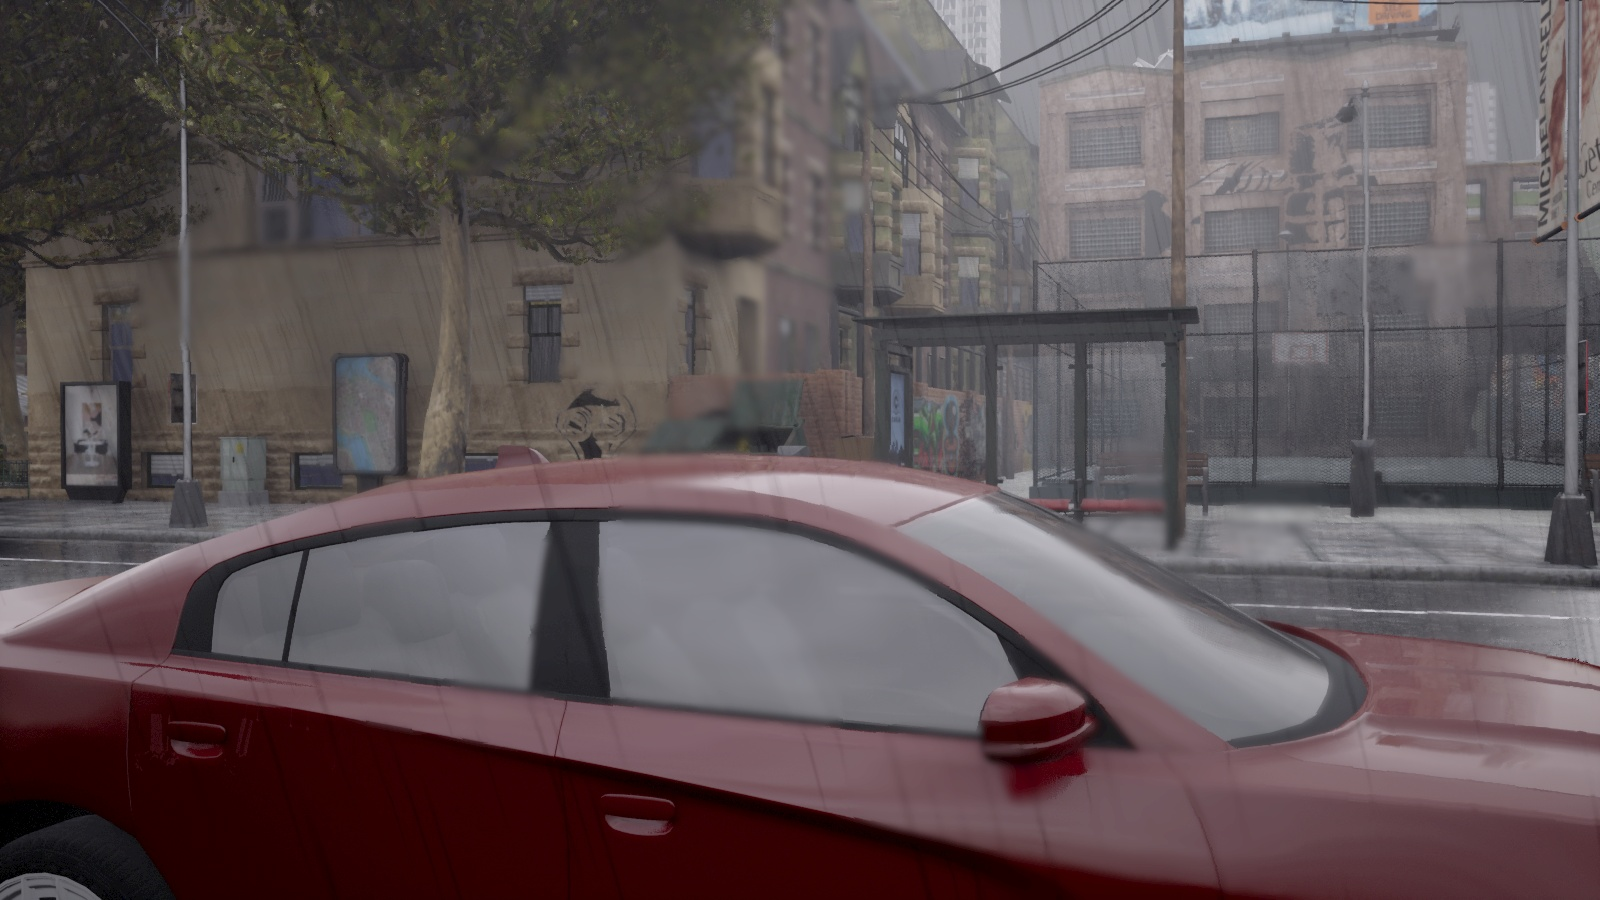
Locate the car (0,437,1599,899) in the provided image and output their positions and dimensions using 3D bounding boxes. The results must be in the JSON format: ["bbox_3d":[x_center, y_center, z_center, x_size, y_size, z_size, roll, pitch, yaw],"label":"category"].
[{"bbox_3d":[0.026,0.754,3.152,5.008,1.535,1.882,1,1,18],"label":"car"}]
